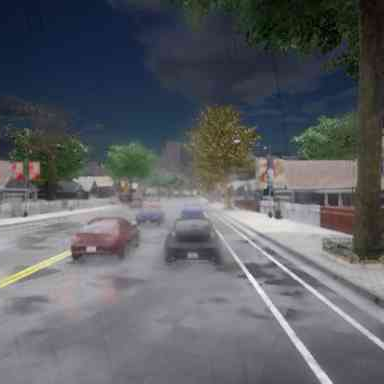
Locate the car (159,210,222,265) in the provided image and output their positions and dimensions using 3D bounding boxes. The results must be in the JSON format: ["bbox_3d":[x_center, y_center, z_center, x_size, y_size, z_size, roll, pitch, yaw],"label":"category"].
[{"bbox_3d":[0.040,1.659,12.331,1.837,1.490,4.892,0,0,0],"label":"car"}]

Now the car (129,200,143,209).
[{"bbox_3d":[-9.824,2.221,58.486,1.837,1.490,4.892,0,0,1],"label":"car"}]

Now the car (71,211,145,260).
[{"bbox_3d":[-3.207,1.685,12.960,1.812,1.442,4.674,0,0,0],"label":"car"}]

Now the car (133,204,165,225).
[{"bbox_3d":[-3.223,1.929,26.683,1.895,1.301,4.718,0,-1,0],"label":"car"}]

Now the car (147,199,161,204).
[{"bbox_3d":[-6.582,2.058,57.555,2.097,1.767,4.553,0,-1,0],"label":"car"}]

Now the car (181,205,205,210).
[{"bbox_3d":[0.044,1.829,28.537,1.882,1.535,5.008,0,0,1],"label":"car"}]
